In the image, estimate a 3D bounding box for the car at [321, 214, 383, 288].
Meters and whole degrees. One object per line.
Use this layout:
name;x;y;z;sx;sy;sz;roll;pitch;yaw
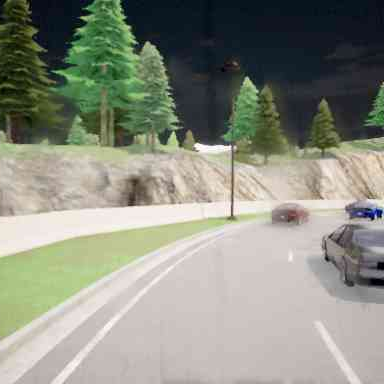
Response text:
car;4.890;1.593;9.251;2.033;1.411;5.357;0;0;14

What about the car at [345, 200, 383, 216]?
car;15.157;1.619;28.812;1.882;1.535;5.008;0;0;40

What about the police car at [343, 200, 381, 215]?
police car;19.517;1.687;38.047;4.974;1.542;2.038;1;0;-39

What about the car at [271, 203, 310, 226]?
car;7.318;1.549;24.413;1.882;1.535;5.008;0;0;30
